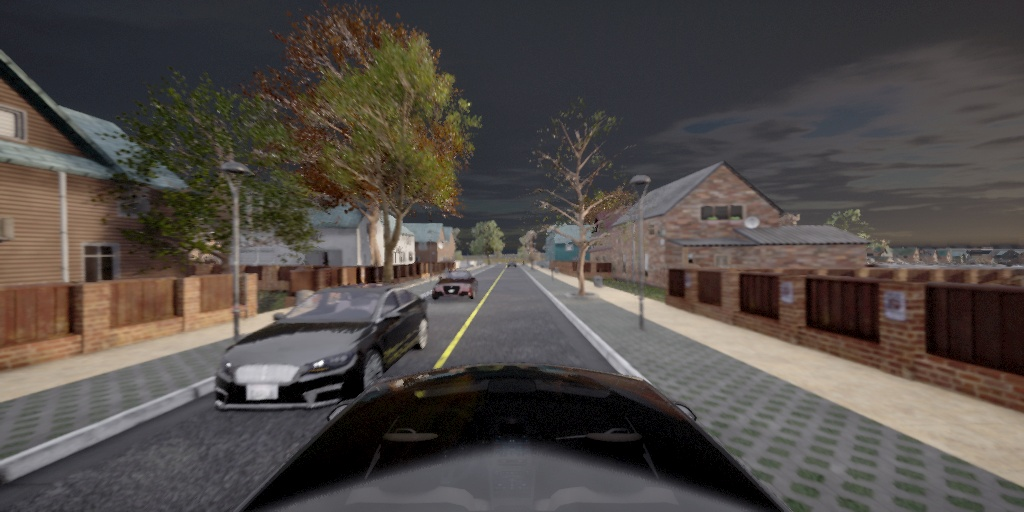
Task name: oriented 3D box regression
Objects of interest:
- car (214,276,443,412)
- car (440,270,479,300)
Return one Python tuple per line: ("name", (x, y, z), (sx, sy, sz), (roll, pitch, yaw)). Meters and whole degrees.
("car", (-2.851, 1.303, 6.541), (2.128, 1.511, 4.902), (-1, 0, 0))
("car", (-2.849, 1.459, 18.820), (1.994, 1.385, 4.181), (-1, 0, -1))
